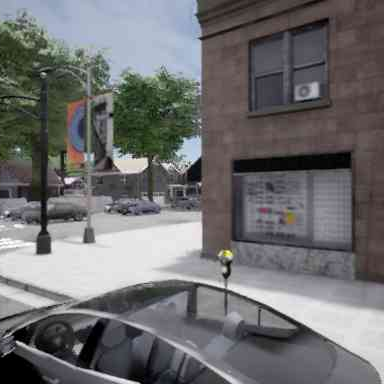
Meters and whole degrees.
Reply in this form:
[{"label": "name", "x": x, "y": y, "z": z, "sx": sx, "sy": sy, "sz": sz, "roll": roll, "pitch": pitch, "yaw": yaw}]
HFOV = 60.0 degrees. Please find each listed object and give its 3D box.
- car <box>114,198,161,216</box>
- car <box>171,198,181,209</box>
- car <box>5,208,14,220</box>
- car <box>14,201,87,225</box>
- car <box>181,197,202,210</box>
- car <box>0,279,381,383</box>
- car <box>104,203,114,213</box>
[{"label": "car", "x": -4.802, "y": 1.468, "z": 31.239, "sx": 1.994, "sy": 1.385, "sz": 4.181, "roll": 0, "pitch": 0, "yaw": 36}, {"label": "car", "x": -0.756, "y": 1.372, "z": 42.480, "sx": 1.812, "sy": 1.442, "sz": 4.674, "roll": 0, "pitch": 0, "yaw": 36}, {"label": "car", "x": -12.199, "y": 1.447, "z": 26.488, "sx": 2.128, "sy": 1.511, "sz": 4.902, "roll": 0, "pitch": 0, "yaw": 36}, {"label": "car", "x": -9.880, "y": 1.479, "z": 24.126, "sx": 1.812, "sy": 1.442, "sz": 4.674, "roll": 0, "pitch": 0, "yaw": 37}, {"label": "car", "x": 1.038, "y": 1.413, "z": 39.432, "sx": 1.994, "sy": 1.385, "sz": 4.181, "roll": 0, "pitch": 0, "yaw": 35}, {"label": "car", "x": -0.575, "y": 1.571, "z": 3.219, "sx": 4.313, "sy": 1.339, "sz": 1.947, "roll": 0, "pitch": 0, "yaw": 35}, {"label": "car", "x": -6.754, "y": 1.394, "z": 34.108, "sx": 2.128, "sy": 1.511, "sz": 4.902, "roll": 0, "pitch": 0, "yaw": 36}]
